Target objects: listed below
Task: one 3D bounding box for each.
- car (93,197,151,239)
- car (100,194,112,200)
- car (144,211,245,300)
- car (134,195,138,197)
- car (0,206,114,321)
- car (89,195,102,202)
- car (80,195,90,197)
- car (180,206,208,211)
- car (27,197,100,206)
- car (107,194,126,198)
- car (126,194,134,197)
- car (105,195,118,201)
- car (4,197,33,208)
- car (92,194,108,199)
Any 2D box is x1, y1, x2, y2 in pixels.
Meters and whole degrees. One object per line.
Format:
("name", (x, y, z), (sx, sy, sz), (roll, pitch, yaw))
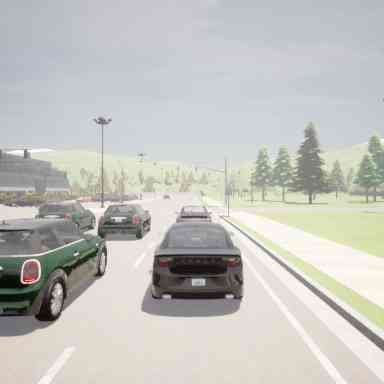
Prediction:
("car", (-3.415, 1.352, 17.551), (2.097, 1.767, 4.553), (0, 0, 0))
("car", (-23.141, 1.355, 89.966), (2.097, 1.767, 4.553), (0, 0, 0))
("car", (0.112, 1.478, 8.478), (1.882, 1.535, 5.008), (0, 0, 0))
("car", (-16.137, 1.523, 92.567), (2.128, 1.511, 4.902), (0, 0, 0))
("car", (-3.389, 1.352, 7.428), (2.097, 1.767, 4.553), (0, 0, 0))
("car", (-23.157, 1.552, 79.806), (1.994, 1.385, 4.181), (0, 0, 0))
("car", (-23.170, 1.355, 71.476), (2.097, 1.767, 4.553), (0, 0, 0))
("car", (0.096, 1.491, 17.896), (2.128, 1.511, 4.902), (0, 0, 0))
("car", (-6.919, 1.352, 18.531), (2.097, 1.767, 4.553), (0, 0, 0))
("car", (-16.170, 1.500, 71.721), (1.837, 1.490, 4.892), (0, 0, 0))
("car", (-16.155, 1.355, 80.896), (2.097, 1.767, 4.553), (0, 0, 0))
("car", (-19.655, 1.478, 81.456), (1.882, 1.535, 5.008), (0, 0, 0))
("car", (-24.756, 1.505, 48.723), (4.892, 1.490, 1.837), (0, 2, -45))
("car", (-19.670, 1.552, 71.312), (1.994, 1.385, 4.181), (0, 0, 0))
